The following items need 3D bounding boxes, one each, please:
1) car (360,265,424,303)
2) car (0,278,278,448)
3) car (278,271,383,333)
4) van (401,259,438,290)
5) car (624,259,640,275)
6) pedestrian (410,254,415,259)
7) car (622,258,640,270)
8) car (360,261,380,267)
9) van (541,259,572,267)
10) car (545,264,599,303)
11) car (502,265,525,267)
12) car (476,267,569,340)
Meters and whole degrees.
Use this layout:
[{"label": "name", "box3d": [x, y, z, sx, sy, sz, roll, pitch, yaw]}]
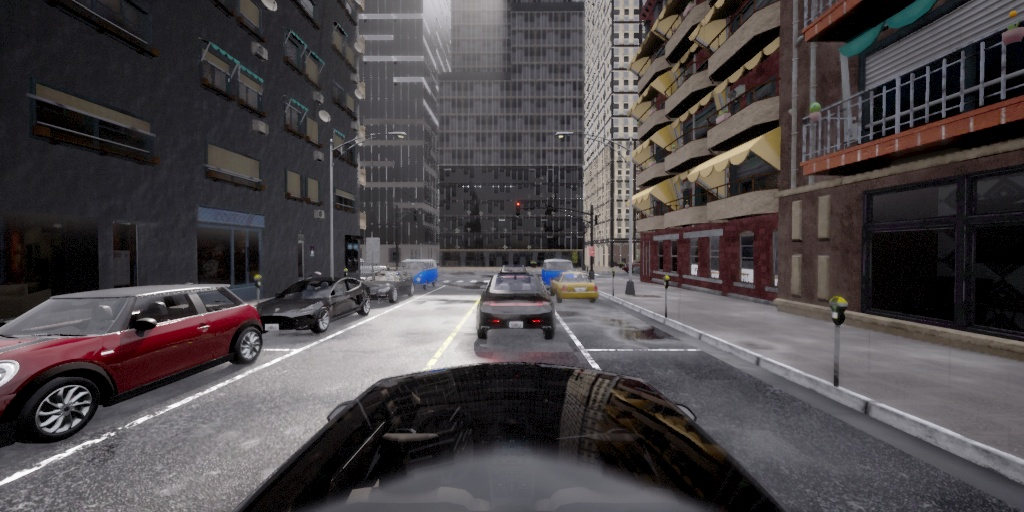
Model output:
[{"label": "car", "box3d": [-5.671, 1.297, 16.275, 2.007, 1.370, 4.403, 0, 0, 0]}, {"label": "car", "box3d": [-5.688, 1.189, 5.071, 1.967, 1.591, 4.097, 0, 0, 0]}, {"label": "car", "box3d": [-5.680, 1.314, 10.672, 1.948, 1.339, 4.313, 0, 0, 0]}, {"label": "van", "box3d": [-5.662, 1.087, 21.877, 1.690, 1.789, 3.998, 0, 0, 0]}, {"label": "car", "box3d": [14.730, 1.370, 38.558, 4.181, 1.385, 1.994, 0, 1, 0]}, {"label": "pedestrian", "box3d": [-12.329, 0.635, 44.289, 0.375, 1.860, 0.375, 0, 1, 0]}, {"label": "car", "box3d": [15.292, 1.087, 41.154, 5.009, 1.841, 2.192, 0, 0, 0]}, {"label": "car", "box3d": [-14.053, 1.230, 35.526, 4.674, 1.442, 1.812, 0, 1, 2]}, {"label": "van", "box3d": [2.719, 1.087, 21.835, 1.690, 1.789, 3.998, 0, 0, 0]}, {"label": "car", "box3d": [2.710, 1.272, 16.403, 1.751, 1.417, 4.829, 0, 0, 0]}, {"label": "car", "box3d": [0.093, 1.237, 20.312, 2.128, 1.511, 4.902, 0, 0, 0]}, {"label": "car", "box3d": [0.095, 1.240, 10.010, 2.128, 1.511, 4.902, 0, 0, 0]}]
